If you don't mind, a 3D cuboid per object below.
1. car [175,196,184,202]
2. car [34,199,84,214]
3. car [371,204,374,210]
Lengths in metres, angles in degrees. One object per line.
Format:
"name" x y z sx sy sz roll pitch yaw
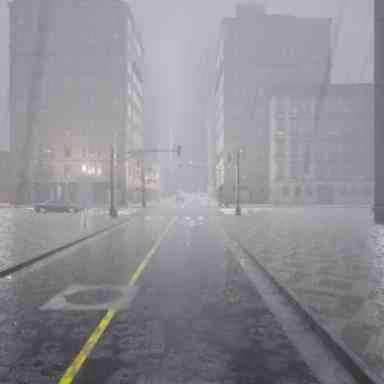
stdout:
"car" -2.812 1.535 76.170 2.033 1.411 5.357 0 0 0
"car" -13.544 1.545 34.177 4.892 1.490 1.837 2 0 0
"car" 21.355 1.506 34.075 5.357 1.411 2.033 0 0 0
